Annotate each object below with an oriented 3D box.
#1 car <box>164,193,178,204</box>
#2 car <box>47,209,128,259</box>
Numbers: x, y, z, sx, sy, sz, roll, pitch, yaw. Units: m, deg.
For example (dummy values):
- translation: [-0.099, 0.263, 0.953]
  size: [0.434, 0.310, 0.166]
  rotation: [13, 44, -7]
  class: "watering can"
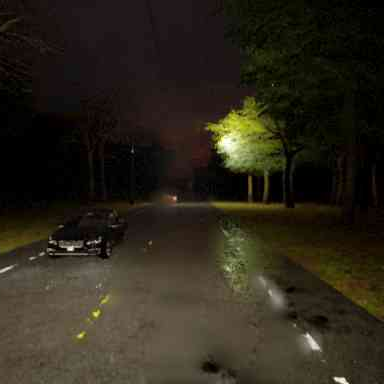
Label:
- translation: [-3.552, 0.995, 55.968]
  size: [2.097, 1.767, 4.553]
  rotation: [0, 0, 0]
  class: "car"
- translation: [-3.598, 1.423, 12.281]
  size: [1.837, 1.490, 4.892]
  rotation: [0, 0, 0]
  class: "car"
